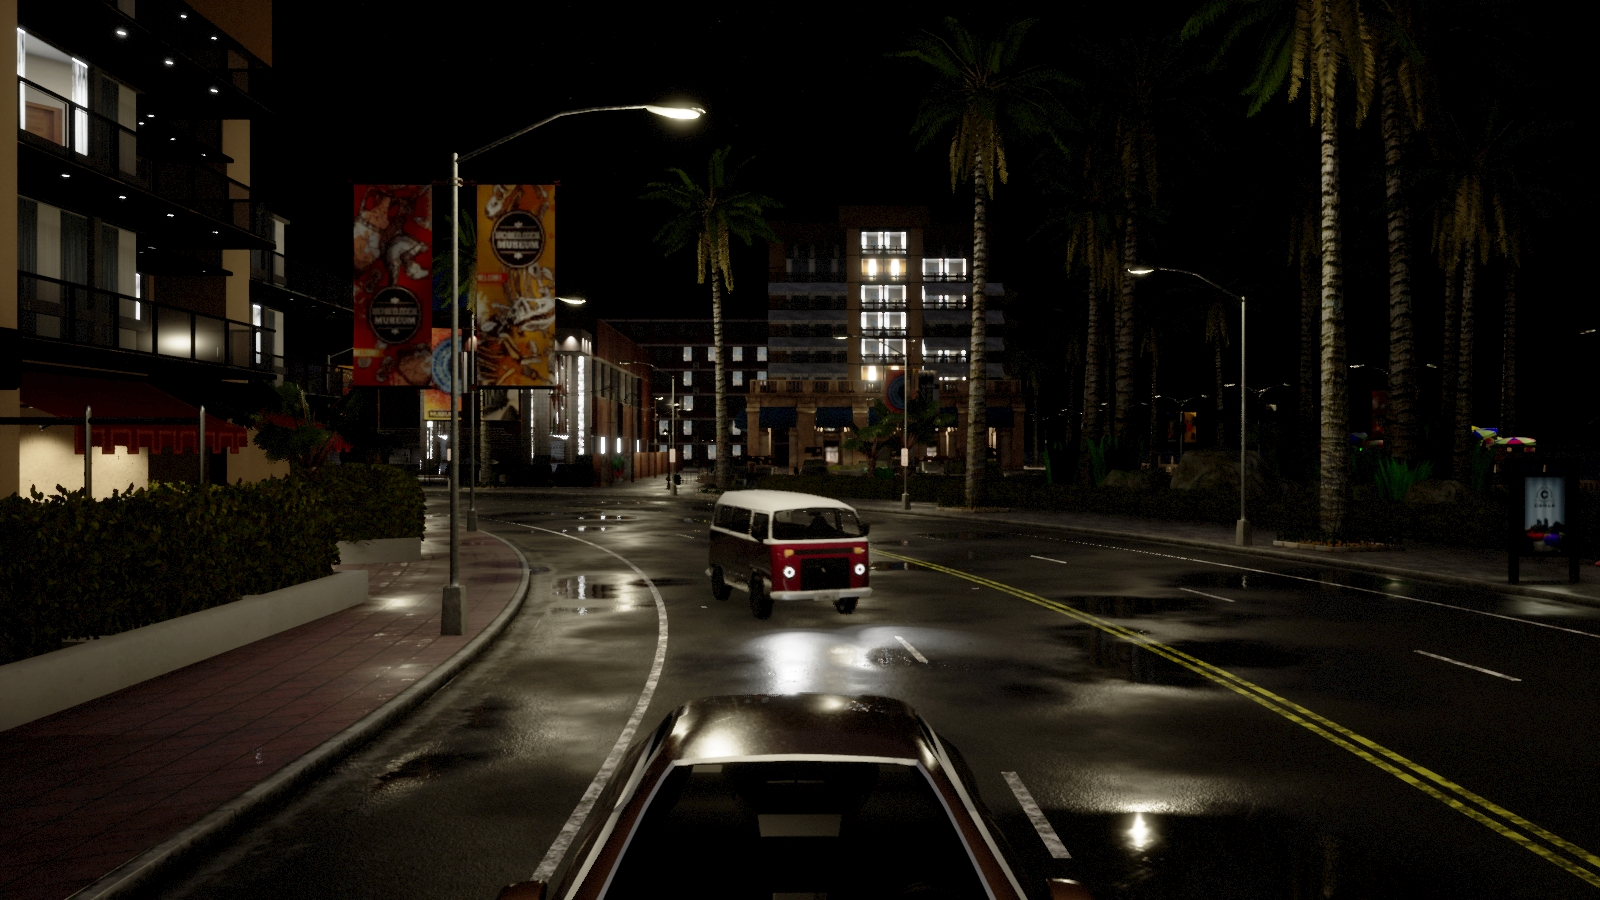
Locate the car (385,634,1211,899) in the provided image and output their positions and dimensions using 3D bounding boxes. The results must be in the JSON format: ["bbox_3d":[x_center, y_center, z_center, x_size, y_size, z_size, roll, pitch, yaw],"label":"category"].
[{"bbox_3d":[-0.020,1.991,4.651,2.152,1.651,5.027,0,0,-1],"label":"car"}]

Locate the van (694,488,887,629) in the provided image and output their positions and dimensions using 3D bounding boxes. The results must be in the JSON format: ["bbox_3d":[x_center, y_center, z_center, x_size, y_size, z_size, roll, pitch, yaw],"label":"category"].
[{"bbox_3d":[-0.323,1.782,20.313,2.069,2.038,4.480,0,0,-20],"label":"van"}]
